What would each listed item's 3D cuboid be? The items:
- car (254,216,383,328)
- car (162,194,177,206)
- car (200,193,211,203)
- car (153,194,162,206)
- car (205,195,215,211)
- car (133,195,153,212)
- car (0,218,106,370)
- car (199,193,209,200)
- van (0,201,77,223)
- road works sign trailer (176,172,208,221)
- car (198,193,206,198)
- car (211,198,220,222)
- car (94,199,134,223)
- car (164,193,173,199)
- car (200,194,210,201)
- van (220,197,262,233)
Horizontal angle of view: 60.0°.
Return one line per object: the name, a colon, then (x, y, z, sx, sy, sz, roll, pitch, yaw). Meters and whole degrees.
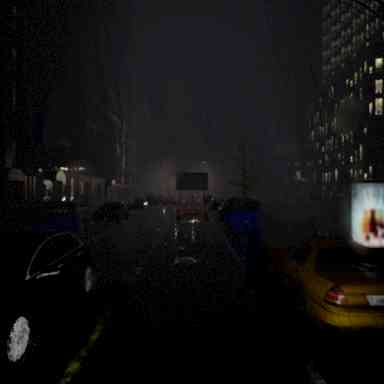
car: (2.697, 1.474, 6.992, 1.752, 1.417, 4.829, 0, 0, 0)
car: (-3.085, 1.265, 47.008, 1.895, 1.301, 4.718, 0, 0, 0)
car: (2.697, 1.178, 52.333, 2.008, 1.369, 4.403, 0, 0, 0)
car: (-5.682, 1.107, 46.666, 1.967, 1.590, 4.097, 0, 0, 0)
car: (2.697, 1.298, 35.267, 2.008, 1.369, 4.403, 0, 0, 0)
car: (-5.684, 1.298, 35.288, 2.008, 1.369, 4.403, 0, 0, 0)
car: (-3.101, 1.463, 5.702, 1.837, 1.490, 4.892, 0, 0, 0)
car: (2.698, 1.021, 75.088, 2.008, 1.369, 4.403, 0, 0, 0)
van: (-5.682, 1.250, 12.530, 1.690, 1.788, 3.998, 0, 0, 0)
road works sign trailer: (0.024, 0.285, 24.845, 2.380, 3.560, 2.880, 0, 0, 0)
car: (2.698, 0.921, 92.154, 1.947, 1.339, 4.313, 0, 0, 0)
car: (2.697, 1.378, 23.889, 2.008, 1.369, 4.403, 0, 0, 0)
car: (-5.684, 1.393, 23.910, 1.947, 1.339, 4.313, 0, 0, 0)
car: (-5.682, 0.976, 80.800, 1.887, 1.381, 4.507, 0, 0, 0)
car: (2.698, 1.091, 69.400, 1.802, 1.307, 4.206, 0, 0, 0)
van: (2.699, 1.209, 18.199, 1.690, 1.788, 3.998, 0, 0, 0)
